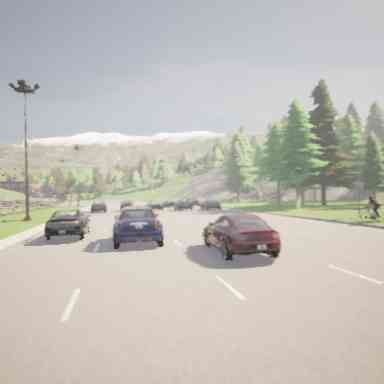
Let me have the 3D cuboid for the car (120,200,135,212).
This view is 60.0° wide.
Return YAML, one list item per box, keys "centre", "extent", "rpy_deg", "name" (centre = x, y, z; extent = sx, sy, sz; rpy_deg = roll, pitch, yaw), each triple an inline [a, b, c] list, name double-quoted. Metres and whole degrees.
- centre: [-8.664, 1.814, 44.602]
  extent: [1.812, 1.442, 4.674]
  rpy_deg: [-1, 0, -12]
  name: "car"

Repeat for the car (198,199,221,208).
- centre: [2.343, 1.580, 43.302]
  extent: [1.994, 1.385, 4.181]
  rpy_deg: [-1, 0, -12]
  name: "car"

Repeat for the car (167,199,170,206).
- centre: [-3.363, 1.773, 52.823]
  extent: [1.895, 1.301, 4.718]
  rpy_deg: [-1, 0, -12]
  name: "car"

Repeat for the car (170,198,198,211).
- centre: [-1.089, 1.591, 42.633]
  extent: [2.128, 1.511, 4.902]
  rpy_deg: [-1, 0, -12]
  name: "car"

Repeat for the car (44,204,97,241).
- centre: [-6.590, 1.683, 17.997]
  extent: [2.128, 1.511, 4.902]
  rpy_deg: [-1, 0, -12]
  name: "car"

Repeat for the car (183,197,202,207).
- centre: [-0.018, 1.640, 53.918]
  extent: [2.033, 1.411, 5.357]
  rpy_deg: [-1, 0, -12]
  name: "car"

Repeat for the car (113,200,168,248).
- centre: [-2.557, 1.441, 15.555]
  extent: [2.097, 1.767, 4.553]
  rpy_deg: [-1, 0, -11]
  name: "car"

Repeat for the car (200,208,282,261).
- centre: [1.684, 1.505, 12.226]
  extent: [1.812, 1.442, 4.674]
  rpy_deg: [-1, 0, -10]
  name: "car"

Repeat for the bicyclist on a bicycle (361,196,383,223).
- centre: [11.033, 1.065, 20.297]
  extent: [1.656, 1.620, 0.582]
  rpy_deg: [0, 0, -12]
  name: "bicyclist on a bicycle"

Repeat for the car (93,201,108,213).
- centre: [-11.732, 1.852, 42.218]
  extent: [2.128, 1.511, 4.902]
  rpy_deg: [-1, 0, -12]
  name: "car"

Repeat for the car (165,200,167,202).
- centre: [-4.781, 1.792, 43.191]
  extent: [1.895, 1.301, 4.718]
  rpy_deg: [-1, 0, -12]
  name: "car"
